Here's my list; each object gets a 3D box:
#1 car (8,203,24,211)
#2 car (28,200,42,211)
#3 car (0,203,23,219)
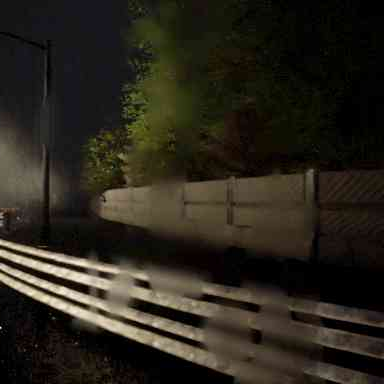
[{"bbox_3d":[-32.757,2.751,61.994,1.837,1.490,4.892,1,-1,-19],"label":"car"},{"bbox_3d":[-29.174,2.554,62.327,2.150,2.045,5.566,1,-1,-19],"label":"car"},{"bbox_3d":[-20.824,2.158,37.906,2.097,1.767,4.553,1,-1,-19],"label":"car"}]
